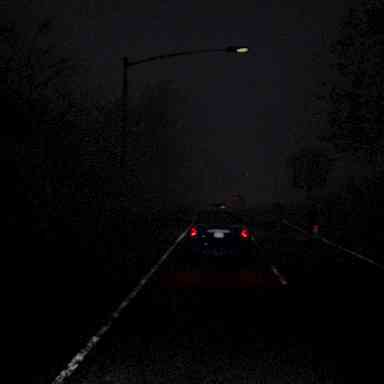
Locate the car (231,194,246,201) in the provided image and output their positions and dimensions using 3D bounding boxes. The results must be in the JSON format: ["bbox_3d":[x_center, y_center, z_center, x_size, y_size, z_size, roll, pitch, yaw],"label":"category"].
[{"bbox_3d":[8.238,1.320,58.682,2.150,2.045,5.566,1,0,5],"label":"car"}]

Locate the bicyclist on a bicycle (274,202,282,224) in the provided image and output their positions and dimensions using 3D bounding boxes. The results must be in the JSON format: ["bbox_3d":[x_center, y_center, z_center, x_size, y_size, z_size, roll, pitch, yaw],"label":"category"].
[{"bbox_3d":[6.358,1.544,24.528,0.582,1.620,1.656,1,0,5],"label":"bicyclist on a bicycle"}]

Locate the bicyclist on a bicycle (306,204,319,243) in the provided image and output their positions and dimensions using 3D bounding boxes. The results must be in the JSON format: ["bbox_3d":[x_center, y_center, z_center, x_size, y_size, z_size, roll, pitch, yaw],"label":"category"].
[{"bbox_3d":[5.650,1.457,15.742,0.659,1.776,1.843,1,0,5],"label":"bicyclist on a bicycle"}]

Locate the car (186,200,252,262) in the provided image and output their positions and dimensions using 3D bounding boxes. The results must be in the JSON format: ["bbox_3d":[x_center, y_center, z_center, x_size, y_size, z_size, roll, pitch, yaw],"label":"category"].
[{"bbox_3d":[1.007,1.359,12.456,2.097,1.767,4.553,1,0,5],"label":"car"}]

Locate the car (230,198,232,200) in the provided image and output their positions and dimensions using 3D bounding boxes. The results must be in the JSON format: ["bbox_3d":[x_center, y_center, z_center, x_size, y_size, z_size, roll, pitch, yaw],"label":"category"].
[{"bbox_3d":[2.602,1.523,32.313,1.837,1.490,4.892,1,0,5],"label":"car"}]

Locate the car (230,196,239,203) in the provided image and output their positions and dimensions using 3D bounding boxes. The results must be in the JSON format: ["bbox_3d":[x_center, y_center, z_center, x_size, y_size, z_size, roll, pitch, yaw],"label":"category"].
[{"bbox_3d":[9.334,1.631,73.517,1.812,1.442,4.674,1,0,5],"label":"car"}]
